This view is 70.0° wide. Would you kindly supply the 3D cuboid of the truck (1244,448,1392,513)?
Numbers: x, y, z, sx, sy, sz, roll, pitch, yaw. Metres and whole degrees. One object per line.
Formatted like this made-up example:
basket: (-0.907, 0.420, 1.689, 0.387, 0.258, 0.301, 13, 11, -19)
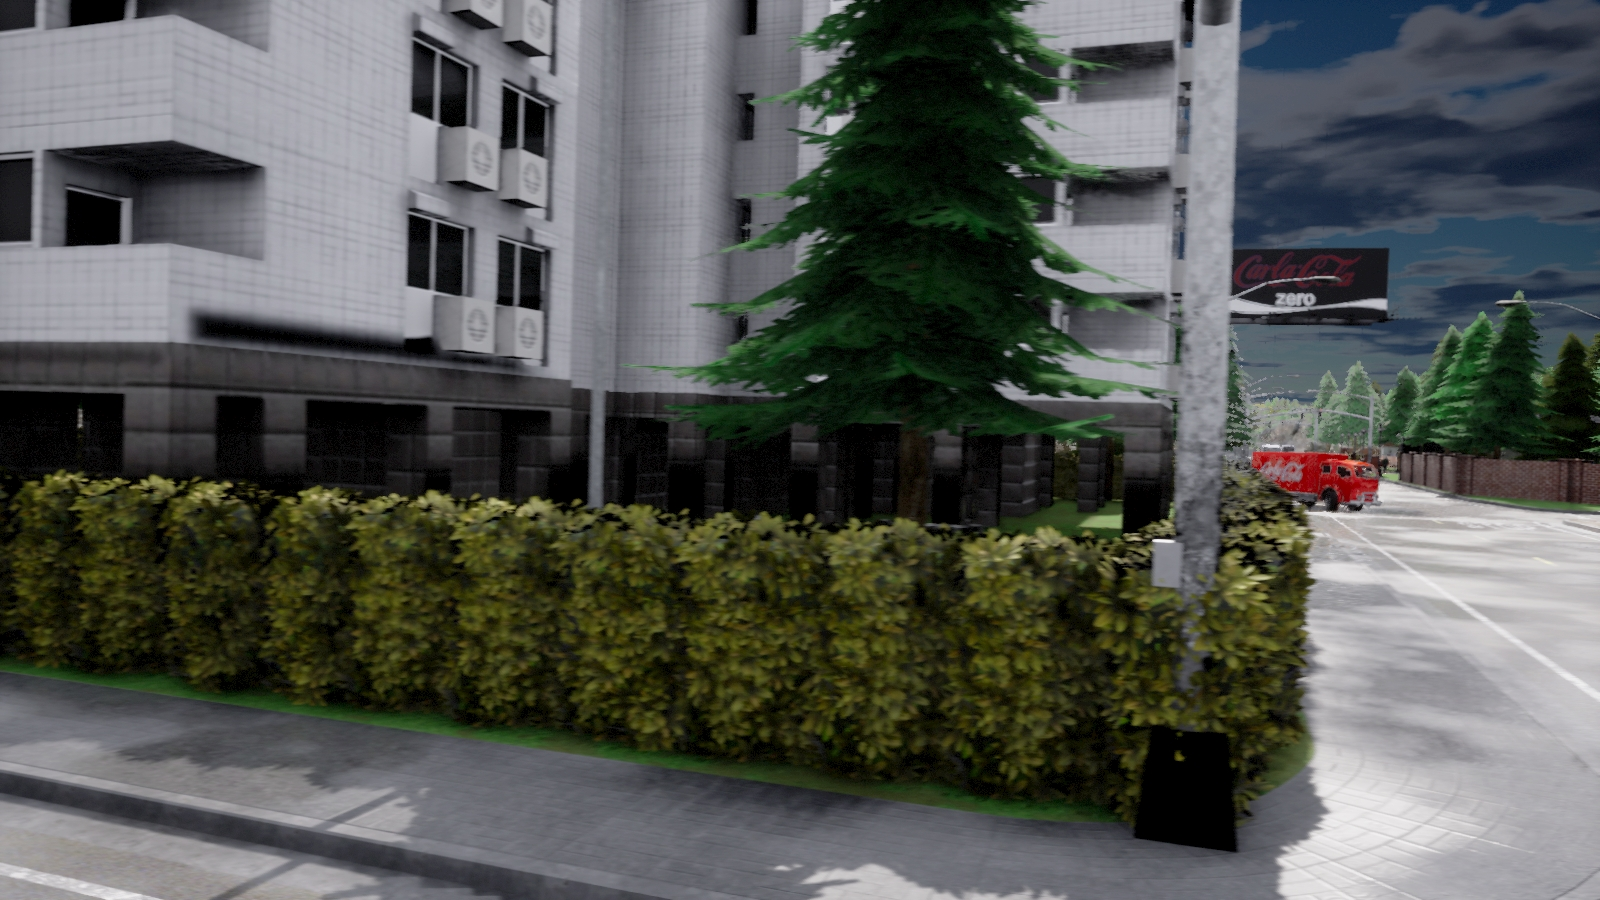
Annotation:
truck: (22.244, 1.258, 49.320, 2.627, 2.467, 5.204, 2, 1, -28)
